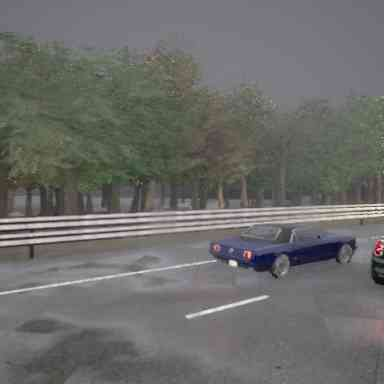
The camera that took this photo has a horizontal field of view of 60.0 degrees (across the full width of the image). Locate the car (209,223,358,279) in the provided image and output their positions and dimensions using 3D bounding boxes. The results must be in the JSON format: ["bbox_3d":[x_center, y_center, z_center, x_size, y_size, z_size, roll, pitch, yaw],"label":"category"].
[{"bbox_3d":[2.915,1.584,9.975,4.718,1.301,1.895,0,0,-34],"label":"car"}]

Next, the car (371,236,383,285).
[{"bbox_3d":[6.417,1.336,8.103,4.553,1.767,2.097,0,0,-34],"label":"car"}]
